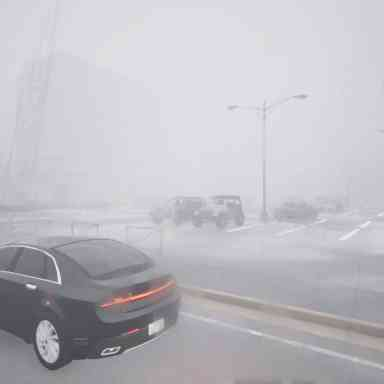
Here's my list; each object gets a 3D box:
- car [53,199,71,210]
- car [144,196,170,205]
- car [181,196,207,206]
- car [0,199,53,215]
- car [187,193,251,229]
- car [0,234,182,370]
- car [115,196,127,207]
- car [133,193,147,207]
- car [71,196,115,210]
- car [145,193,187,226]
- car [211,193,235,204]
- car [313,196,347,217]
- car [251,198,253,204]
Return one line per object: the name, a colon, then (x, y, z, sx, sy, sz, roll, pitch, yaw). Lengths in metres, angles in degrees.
car: (-17.143, 1.547, 41.500, 2.033, 1.411, 5.357, 0, 0, 34)
car: (-6.024, 1.526, 57.926, 1.812, 1.442, 4.674, 0, 0, 35)
car: (0.368, 1.478, 54.611, 1.882, 1.535, 5.008, 0, 0, 34)
car: (-17.472, 1.601, 34.747, 1.895, 1.301, 4.718, 0, 0, 34)
car: (1.729, 1.156, 20.217, 1.905, 1.878, 3.866, 0, 0, 34)
car: (-2.435, 1.505, 5.739, 4.892, 1.490, 1.837, 0, 0, 36)
car: (-11.805, 1.352, 49.417, 2.097, 1.767, 4.553, 0, 0, 34)
car: (-6.582, 1.221, 50.867, 2.150, 2.045, 5.566, 0, 0, 34)
car: (-12.470, 1.526, 42.157, 1.812, 1.442, 4.674, 0, 0, 34)
car: (-0.635, 1.153, 21.887, 1.932, 1.855, 4.605, 0, 0, 34)
car: (5.993, 1.222, 62.925, 2.150, 2.045, 5.566, 0, 0, 34)
car: (13.778, 1.395, 33.149, 1.970, 1.475, 3.806, 0, 0, 34)
car: (9.875, 1.505, 62.459, 1.837, 1.490, 4.892, 0, 0, 34)
